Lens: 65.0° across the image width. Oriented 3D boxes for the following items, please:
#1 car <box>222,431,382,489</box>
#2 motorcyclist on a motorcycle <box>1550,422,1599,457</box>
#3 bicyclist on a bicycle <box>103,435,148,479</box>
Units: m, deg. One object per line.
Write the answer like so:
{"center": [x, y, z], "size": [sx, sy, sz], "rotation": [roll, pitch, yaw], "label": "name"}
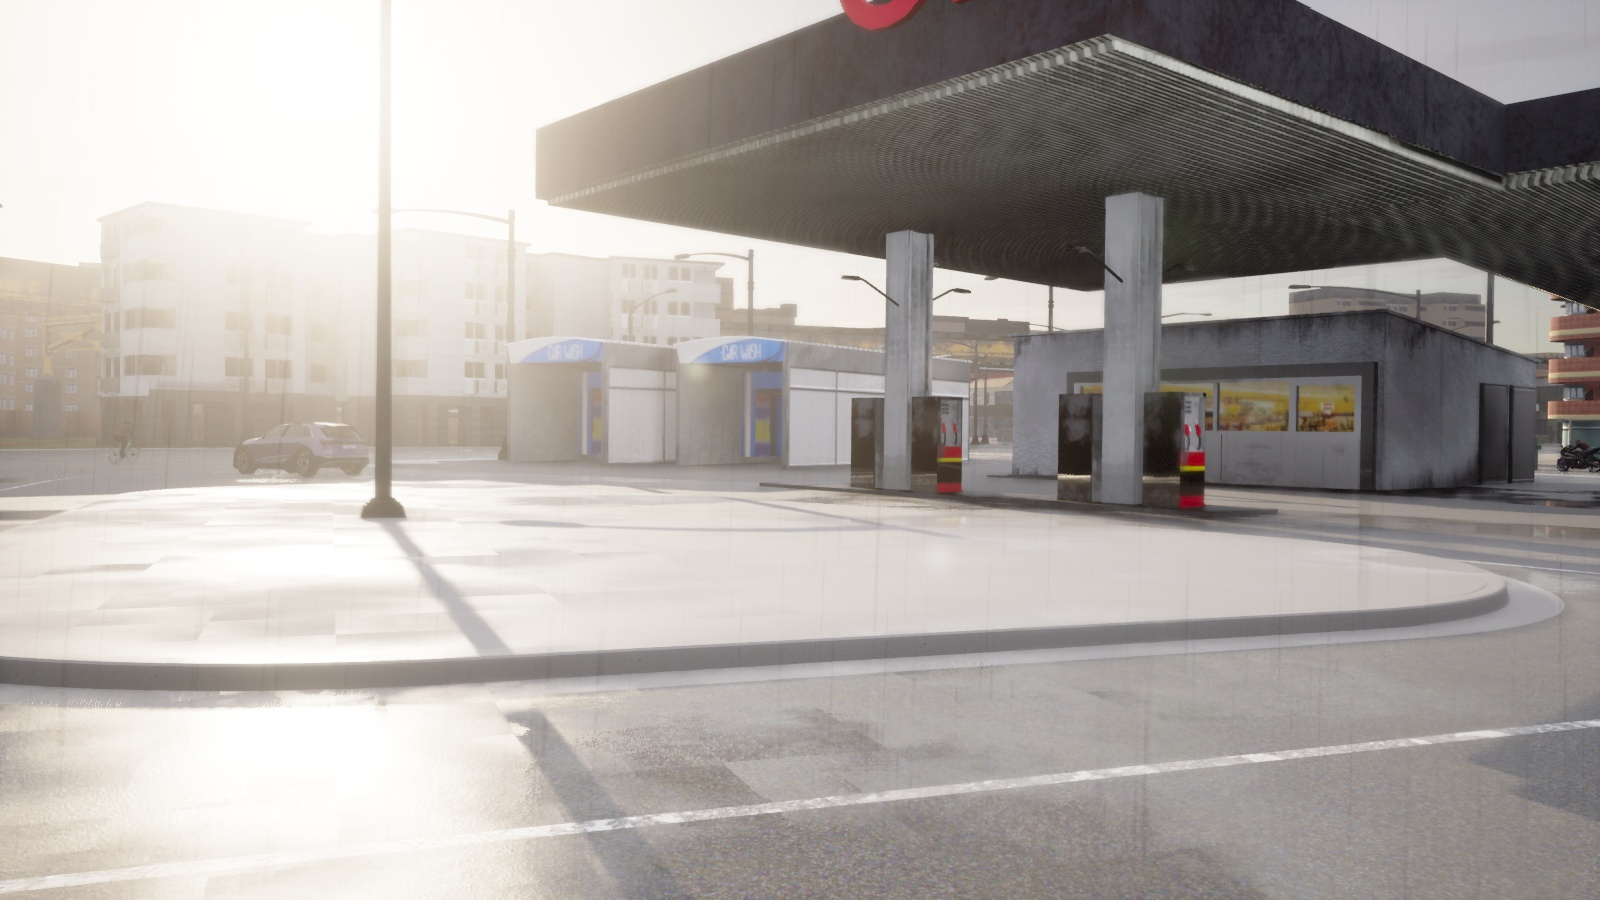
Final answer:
{"center": [-15.211, 0.269, 38.302], "size": [4.856, 1.649, 2.033], "rotation": [0, 1, 32], "label": "car"}
{"center": [35.661, -0.487, 57.461], "size": [0.866, 1.530, 2.191], "rotation": [-1, 1, -22], "label": "motorcyclist on a motorcycle"}
{"center": [-25.291, 0.258, 47.089], "size": [0.582, 1.620, 1.656], "rotation": [0, 1, 9], "label": "bicyclist on a bicycle"}
